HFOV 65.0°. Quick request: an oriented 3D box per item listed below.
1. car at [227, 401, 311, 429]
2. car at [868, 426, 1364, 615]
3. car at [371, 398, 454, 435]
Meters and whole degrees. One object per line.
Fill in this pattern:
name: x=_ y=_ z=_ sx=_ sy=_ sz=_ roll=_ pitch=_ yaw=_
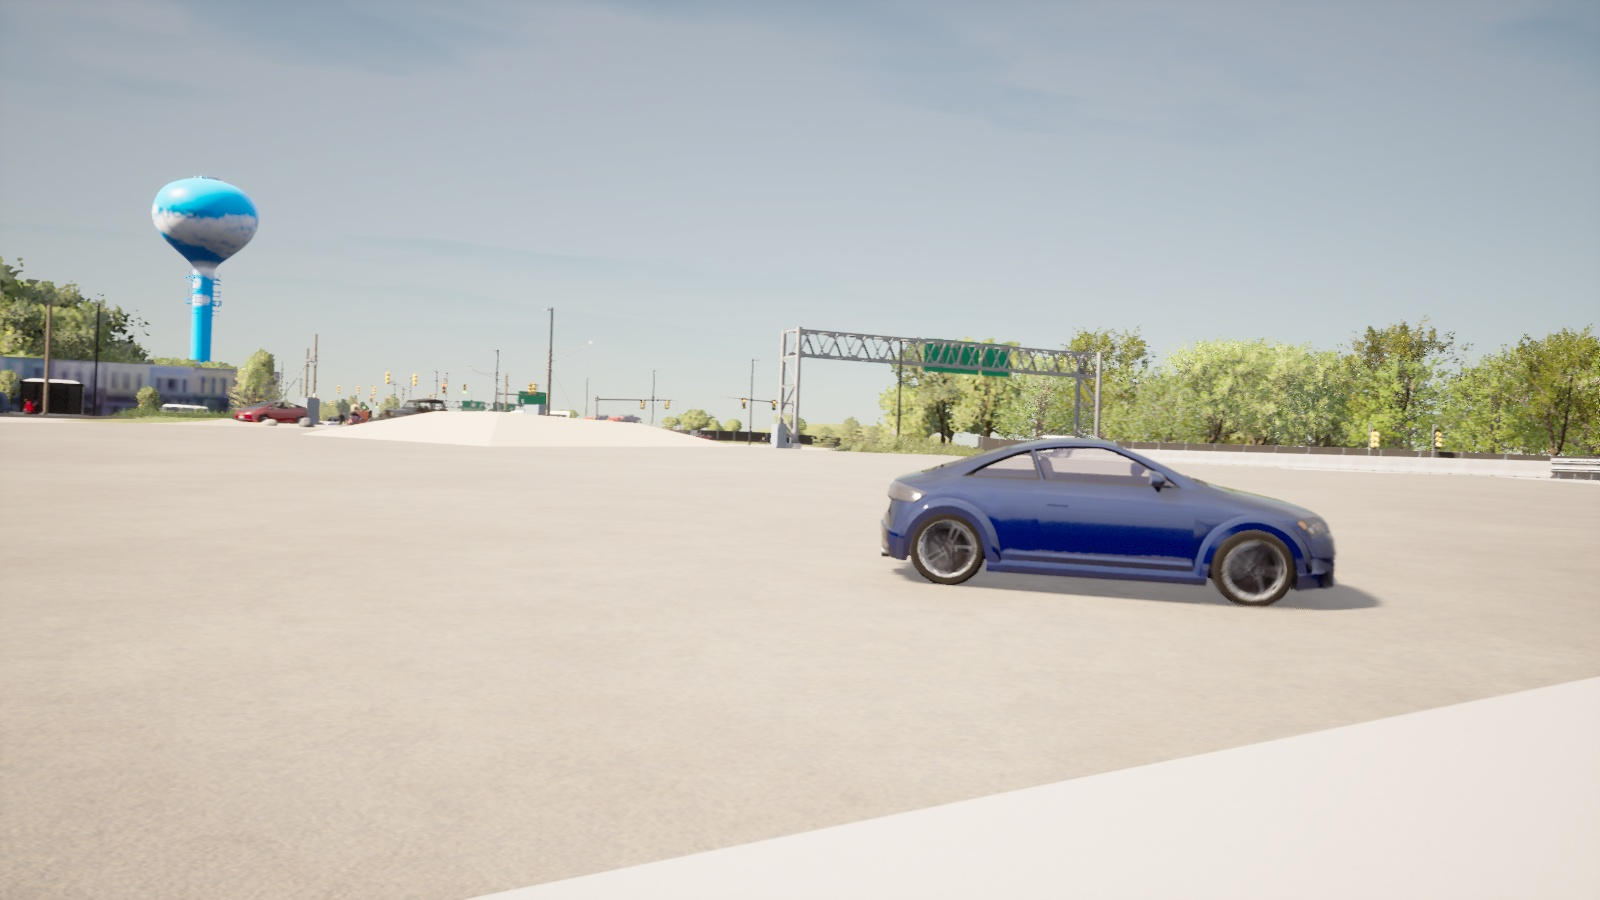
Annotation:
car: x=-32.272 y=-2.125 z=76.479 sx=2.007 sy=1.525 sz=4.514 roll=1 pitch=0 yaw=24
car: x=2.867 y=0.578 z=12.031 sx=4.181 sy=1.385 sz=1.994 roll=3 pitch=3 yaw=9
car: x=-21.353 y=-1.834 z=69.234 sx=1.905 sy=1.878 sz=3.866 roll=3 pitch=1 yaw=42
